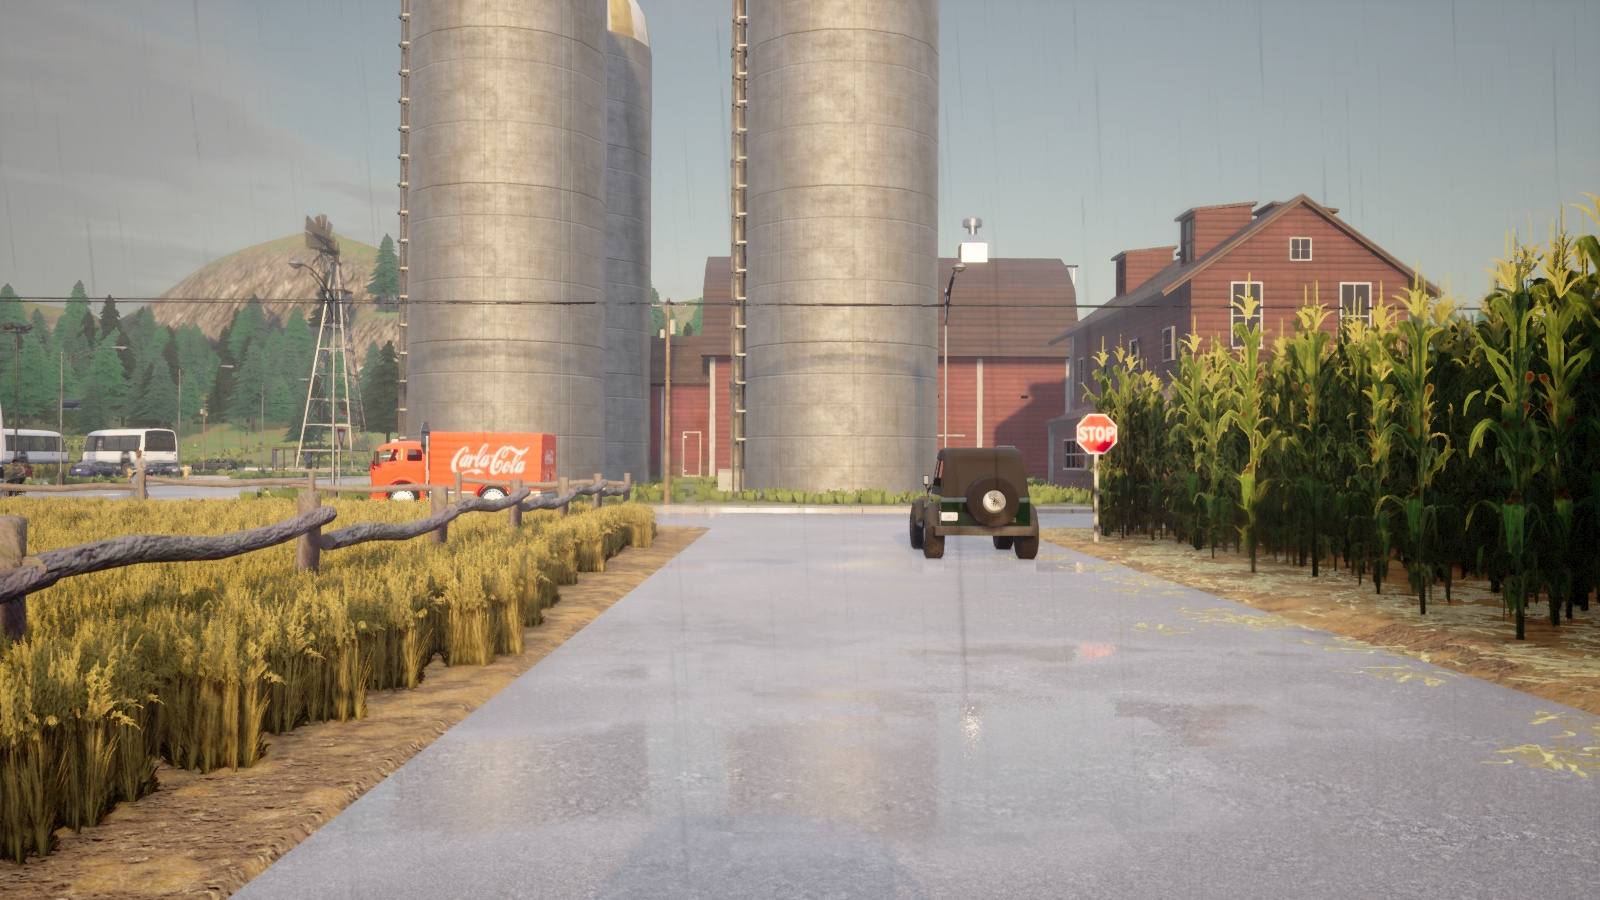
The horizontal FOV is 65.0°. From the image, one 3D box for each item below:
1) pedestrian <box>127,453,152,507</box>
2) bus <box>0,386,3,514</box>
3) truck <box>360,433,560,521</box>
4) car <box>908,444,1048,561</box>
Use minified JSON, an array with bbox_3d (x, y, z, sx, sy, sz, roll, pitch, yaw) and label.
[{"bbox_3d":[-22.634,1.027,43.031,0.354,1.836,0.706,0,-1,23],"label":"pedestrian"},{"bbox_3d":[-30.943,-0.014,38.534,3.944,4.253,10.273,-1,-1,31],"label":"bus"},{"bbox_3d":[-9.943,0.779,37.099,5.204,2.467,2.627,0,-1,1],"label":"truck"},{"bbox_3d":[3.037,0.871,22.190,1.905,1.878,3.866,0,-1,0],"label":"car"}]
